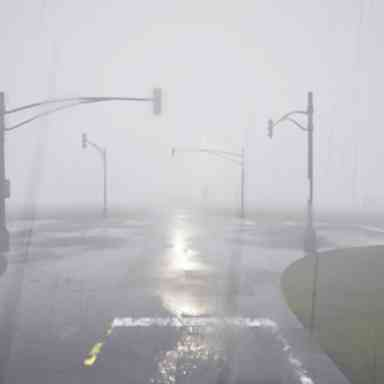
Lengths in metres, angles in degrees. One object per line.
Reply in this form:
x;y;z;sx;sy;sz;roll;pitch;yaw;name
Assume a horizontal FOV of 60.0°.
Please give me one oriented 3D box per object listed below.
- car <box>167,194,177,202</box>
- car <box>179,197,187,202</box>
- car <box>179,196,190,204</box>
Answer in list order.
-4.586;1.305;76.197;2.097;1.767;4.553;0;0;-3;car
-2.200;1.874;82.175;1.895;1.301;4.718;0;0;-4;car
-1.601;1.660;72.101;2.097;1.767;4.553;0;0;-3;car
